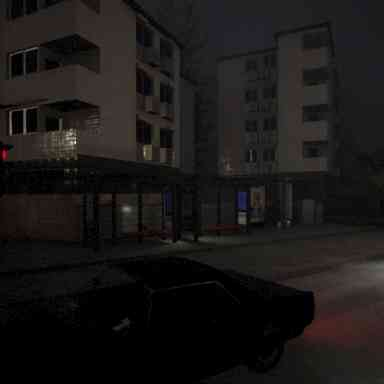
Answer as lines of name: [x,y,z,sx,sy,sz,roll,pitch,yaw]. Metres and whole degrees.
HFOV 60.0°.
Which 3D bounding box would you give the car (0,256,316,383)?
car: [-0.680,1.601,4.126,4.718,1.301,1.895,0,0,-34]
